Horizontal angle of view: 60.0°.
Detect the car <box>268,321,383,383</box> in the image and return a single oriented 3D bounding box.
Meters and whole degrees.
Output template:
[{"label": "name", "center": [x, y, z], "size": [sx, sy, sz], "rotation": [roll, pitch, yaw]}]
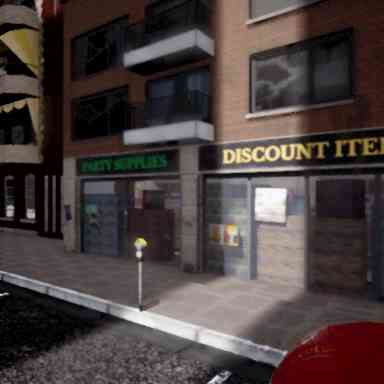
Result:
[{"label": "car", "center": [2.613, 1.315, 1.011], "size": [5.009, 1.841, 2.192], "rotation": [0, 0, 35]}]
